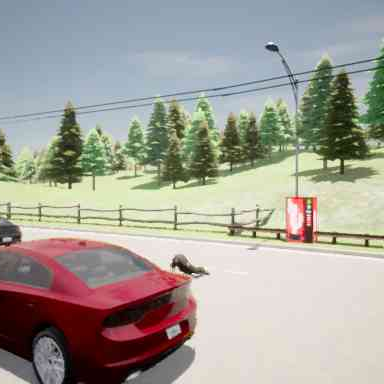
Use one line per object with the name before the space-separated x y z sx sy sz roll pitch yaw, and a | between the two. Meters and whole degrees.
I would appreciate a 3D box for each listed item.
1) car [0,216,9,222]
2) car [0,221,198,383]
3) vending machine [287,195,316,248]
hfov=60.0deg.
car | -8.604 1.535 13.023 4.674 1.442 1.812 0 0 29
car | -2.290 1.480 5.266 5.008 1.535 1.882 0 0 33
vending machine | 4.636 1.198 14.050 0.880 2.100 1.100 0 0 33
